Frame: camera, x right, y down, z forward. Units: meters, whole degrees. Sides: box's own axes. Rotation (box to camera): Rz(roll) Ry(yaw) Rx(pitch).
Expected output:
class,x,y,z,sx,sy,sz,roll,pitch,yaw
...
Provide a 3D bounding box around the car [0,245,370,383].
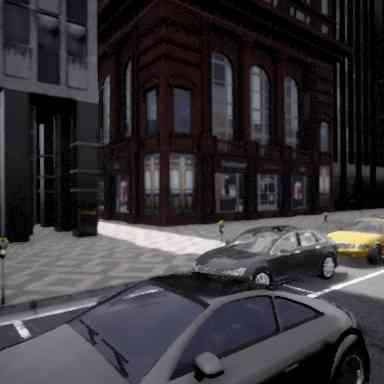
class,x,y,z,sx,sy,sz,roll,pitch,yaw
car,-0.096,1.576,3.203,4.181,1.385,1.994,0,0,-38

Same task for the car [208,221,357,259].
class,x,y,z,sx,sy,sz,roll,pitch,yaw
car,1.989,1.556,8.315,4.403,1.369,2.008,0,0,-38

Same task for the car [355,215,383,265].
class,x,y,z,sx,sy,sz,roll,pitch,yaw
car,6.306,1.500,11.668,4.829,1.417,1.752,0,0,-38
